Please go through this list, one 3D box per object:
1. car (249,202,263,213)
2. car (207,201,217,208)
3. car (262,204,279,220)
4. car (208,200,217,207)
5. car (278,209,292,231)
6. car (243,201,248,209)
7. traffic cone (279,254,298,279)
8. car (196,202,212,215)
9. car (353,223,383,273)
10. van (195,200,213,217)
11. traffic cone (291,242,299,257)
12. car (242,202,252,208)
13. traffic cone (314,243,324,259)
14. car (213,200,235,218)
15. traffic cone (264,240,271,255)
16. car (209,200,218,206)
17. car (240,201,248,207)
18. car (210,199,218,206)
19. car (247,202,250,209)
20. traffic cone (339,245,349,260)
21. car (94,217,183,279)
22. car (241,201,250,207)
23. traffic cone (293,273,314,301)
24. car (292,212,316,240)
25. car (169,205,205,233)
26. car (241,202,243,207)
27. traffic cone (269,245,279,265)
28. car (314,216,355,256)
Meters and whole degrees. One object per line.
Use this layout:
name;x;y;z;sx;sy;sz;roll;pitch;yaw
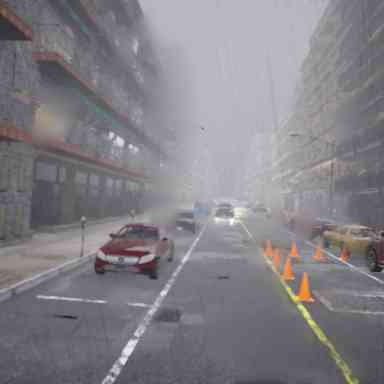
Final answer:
car;11.045;2.631;54.563;1.967;1.590;4.097;4;-1;5
car;4.307;2.613;72.353;1.947;1.339;4.313;4;-1;5
car;9.460;2.447;37.796;1.752;1.417;4.829;4;-1;5
car;4.826;2.659;77.830;1.752;1.417;4.829;4;-1;5
car;8.379;2.279;26.336;1.887;1.381;4.507;4;-1;5
car;12.641;2.898;71.498;1.967;1.590;4.097;4;-1;5
traffic cone;2.803;2.214;9.707;0.340;0.580;0.340;3;-1;5
car;1.648;2.145;44.124;1.887;1.381;4.507;4;-1;5
car;6.798;1.771;9.404;2.192;1.841;5.009;4;-1;5
van;1.129;1.850;38.481;1.690;1.788;3.998;4;-1;5
traffic cone;4.173;2.329;13.594;0.340;0.580;0.340;3;-1;5
car;13.698;3.185;82.787;2.008;1.369;4.403;4;-1;5
traffic cone;5.167;2.378;13.499;0.340;0.580;0.340;3;-1;5
car;3.794;1.993;38.287;2.097;1.767;4.553;3;-1;5
traffic cone;3.179;2.280;13.689;0.340;0.580;0.340;3;-1;5
car;5.372;2.775;83.644;2.008;1.369;4.403;4;-1;5
car;14.763;3.353;94.077;1.887;1.381;4.507;4;-1;5
car;5.911;2.752;89.291;1.967;1.590;4.097;4;-1;5
car;11.570;2.862;60.208;1.802;1.307;4.206;4;-1;5
traffic cone;6.161;2.427;13.405;0.340;0.580;0.340;3;-1;5
car;-1.546;1.627;10.250;1.802;1.307;4.206;4;-1;5
car;14.230;3.272;88.432;2.008;1.369;4.403;4;-1;5
traffic cone;2.616;2.181;7.715;0.340;0.580;0.340;3;-1;5
car;7.847;2.186;20.691;1.887;1.381;4.507;4;-1;5
car;-0.481;1.797;21.542;1.947;1.339;4.313;4;-1;5
car;13.166;3.091;77.143;1.887;1.381;4.507;4;-1;5
traffic cone;2.991;2.247;11.697;0.340;0.580;0.340;3;-1;5
car;7.333;2.077;15.216;1.752;1.417;4.829;4;-1;5
